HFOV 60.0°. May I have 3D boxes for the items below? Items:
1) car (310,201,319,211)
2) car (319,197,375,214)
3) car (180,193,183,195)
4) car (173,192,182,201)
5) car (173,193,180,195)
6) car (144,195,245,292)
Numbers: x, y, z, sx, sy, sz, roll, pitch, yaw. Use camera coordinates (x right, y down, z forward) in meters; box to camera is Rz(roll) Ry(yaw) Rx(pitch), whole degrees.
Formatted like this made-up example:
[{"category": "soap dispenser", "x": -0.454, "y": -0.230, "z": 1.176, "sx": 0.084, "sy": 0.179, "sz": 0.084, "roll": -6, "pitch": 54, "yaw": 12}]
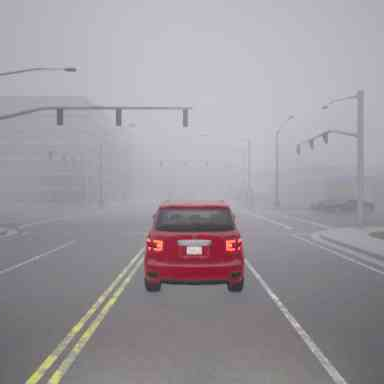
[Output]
[{"category": "car", "x": 16.090, "y": 1.322, "z": 38.609, "sx": 4.553, "sy": 1.767, "sz": 2.097, "roll": 0, "pitch": 0, "yaw": 0}, {"category": "car", "x": 16.550, "y": 1.451, "z": 35.102, "sx": 5.008, "sy": 1.535, "sz": 1.882, "roll": 0, "pitch": 0, "yaw": 0}, {"category": "car", "x": -3.627, "y": 1.497, "z": 72.063, "sx": 1.994, "sy": 1.385, "sz": 4.181, "roll": 0, "pitch": 0, "yaw": 0}, {"category": "car", "x": -3.654, "y": 1.157, "z": 87.234, "sx": 2.150, "sy": 2.045, "sz": 5.566, "roll": 0, "pitch": 0, "yaw": 0}, {"category": "car", "x": -3.673, "y": 1.308, "z": 57.316, "sx": 2.097, "sy": 1.767, "sz": 4.553, "roll": 0, "pitch": 0, "yaw": 0}, {"category": "car", "x": 0.056, "y": 1.214, "z": 9.063, "sx": 2.150, "sy": 2.045, "sz": 5.566, "roll": 0, "pitch": 0, "yaw": 0}]
